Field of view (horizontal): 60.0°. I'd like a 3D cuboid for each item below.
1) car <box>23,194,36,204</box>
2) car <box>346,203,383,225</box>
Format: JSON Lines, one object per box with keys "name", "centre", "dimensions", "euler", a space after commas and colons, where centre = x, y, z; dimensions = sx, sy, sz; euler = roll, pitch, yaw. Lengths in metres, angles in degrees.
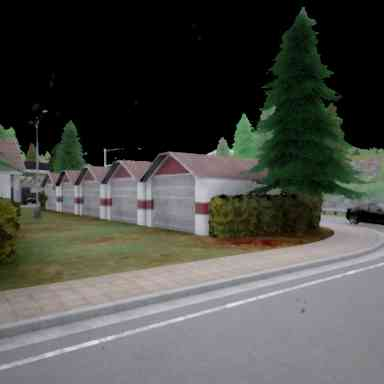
{"name": "car", "centre": [-30.592, 1.322, 62.631], "dimensions": [1.905, 1.878, 3.866], "euler": [0, 0, -37]}
{"name": "car", "centre": [12.268, 1.467, 21.467], "dimensions": [1.882, 1.535, 5.008], "euler": [0, 0, -16]}
